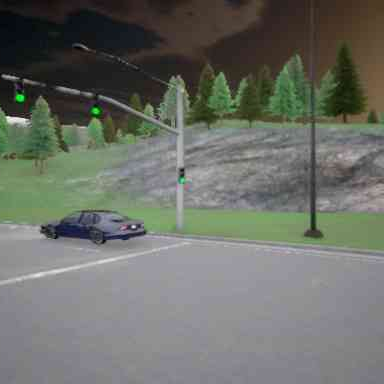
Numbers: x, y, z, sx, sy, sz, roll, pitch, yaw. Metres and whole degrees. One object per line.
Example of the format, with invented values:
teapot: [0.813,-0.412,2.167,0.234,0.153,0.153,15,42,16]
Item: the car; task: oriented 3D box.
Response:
car: [-4.592,1.504,15.182,5.357,1.411,2.033,0,0,31]
